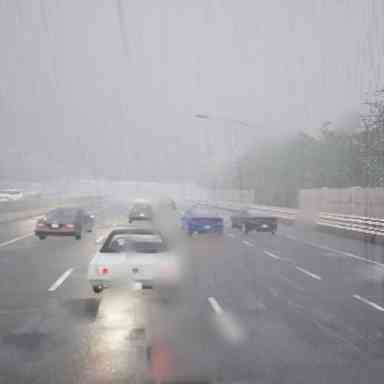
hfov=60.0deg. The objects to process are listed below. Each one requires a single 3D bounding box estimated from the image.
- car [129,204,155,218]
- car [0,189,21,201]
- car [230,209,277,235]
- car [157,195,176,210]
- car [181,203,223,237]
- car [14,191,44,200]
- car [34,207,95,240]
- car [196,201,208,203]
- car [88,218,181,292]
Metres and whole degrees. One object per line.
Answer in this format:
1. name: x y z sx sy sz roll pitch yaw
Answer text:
1. car: -3.890 1.635 26.121 1.994 1.385 4.181 2 0 -8
2. car: -24.126 0.669 43.698 2.150 2.045 5.566 2 0 -7
3. car: 3.831 1.800 21.455 1.882 1.535 5.008 2 0 -8
4. car: -3.540 1.609 48.591 2.097 1.767 4.553 2 0 -8
5. car: 0.475 1.660 19.479 1.882 1.535 5.008 2 0 -8
6. car: -20.451 1.054 42.549 1.882 1.535 5.008 2 0 -7
7. car: -6.047 1.459 16.334 2.033 1.411 5.357 2 -1 -8
8. car: 1.167 1.865 40.642 2.128 1.511 4.902 2 0 -8
9. car: -1.458 1.622 8.910 1.895 1.301 4.718 2 0 -8
